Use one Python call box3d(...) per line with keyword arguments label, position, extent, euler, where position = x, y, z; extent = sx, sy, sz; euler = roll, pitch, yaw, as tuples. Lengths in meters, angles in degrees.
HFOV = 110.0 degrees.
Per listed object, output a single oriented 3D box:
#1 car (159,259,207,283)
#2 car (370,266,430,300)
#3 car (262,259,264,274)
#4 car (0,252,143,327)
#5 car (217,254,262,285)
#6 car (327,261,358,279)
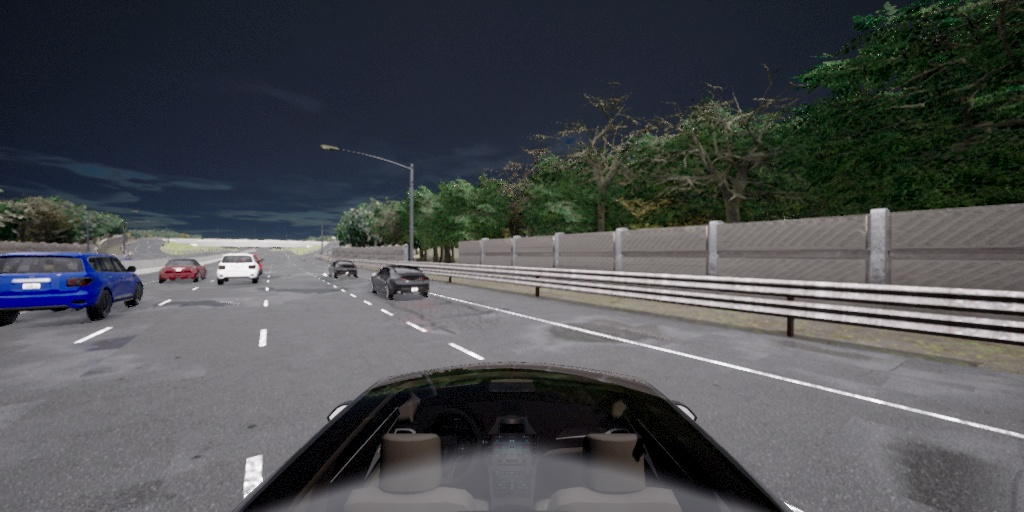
box3d(label="car", position=(-24.267, 0.996, 26.588), extent=(2.097, 1.767, 4.553), euler=(0, 0, -34))
box3d(label="car", position=(-5.590, 1.196, 17.606), extent=(1.837, 1.490, 4.892), euler=(0, 0, -34))
box3d(label="car", position=(-25.269, 0.833, 34.401), extent=(2.150, 2.045, 5.566), euler=(0, 0, -34))
box3d(label="car", position=(-14.349, 0.926, 11.813), extent=(2.150, 2.045, 5.566), euler=(0, 0, -34))
box3d(label="car", position=(-19.251, 0.874, 25.390), extent=(2.150, 2.045, 5.566), euler=(0, 0, -34))
box3d(label="car", position=(-14.860, 1.135, 31.415), extent=(1.837, 1.490, 4.892), euler=(0, 0, -34))
